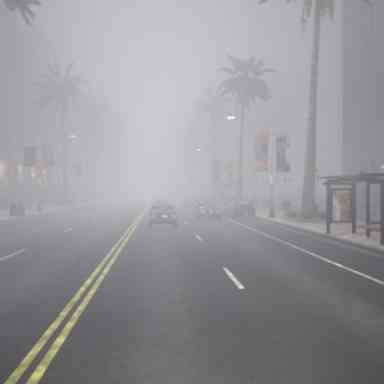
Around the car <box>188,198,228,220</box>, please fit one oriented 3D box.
[{"bbox_3d":[1.116,1.432,26.626,2.033,1.411,5.357,0,0,-6],"label":"car"}]

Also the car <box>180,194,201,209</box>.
[{"bbox_3d":[-0.485,1.365,42.706,2.033,1.411,5.357,0,0,-6],"label":"car"}]

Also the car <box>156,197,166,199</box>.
[{"bbox_3d":[-3.989,1.345,42.575,1.812,1.442,4.674,0,0,-6],"label":"car"}]

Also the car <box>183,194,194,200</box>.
[{"bbox_3d":[-0.791,1.174,79.132,2.161,1.482,4.786,0,0,-6],"label":"car"}]

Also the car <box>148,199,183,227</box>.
[{"bbox_3d":[-1.924,1.454,21.833,2.033,1.411,5.357,0,0,-6],"label":"car"}]

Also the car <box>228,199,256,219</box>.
[{"bbox_3d":[3.975,1.358,28.049,2.231,1.521,4.892,0,0,-6],"label":"car"}]

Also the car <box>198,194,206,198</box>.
[{"bbox_3d":[1.075,1.108,57.280,2.185,1.767,4.553,0,0,-6],"label":"car"}]
